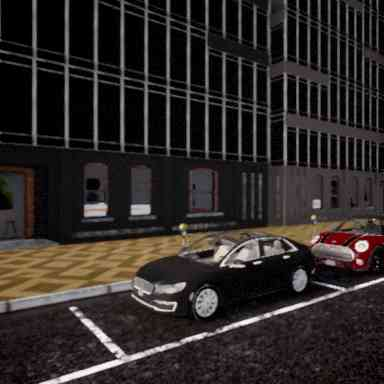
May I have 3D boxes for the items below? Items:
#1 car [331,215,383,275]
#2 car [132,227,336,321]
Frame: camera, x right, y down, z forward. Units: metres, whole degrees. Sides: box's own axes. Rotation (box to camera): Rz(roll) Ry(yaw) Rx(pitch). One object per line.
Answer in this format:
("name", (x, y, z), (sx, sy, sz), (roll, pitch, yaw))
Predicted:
("car", (5.510, 1.464, 10.489), (4.097, 1.590, 1.967), (0, 0, -35))
("car", (0.874, 1.563, 7.184), (4.403, 1.369, 2.008), (0, 0, -35))
